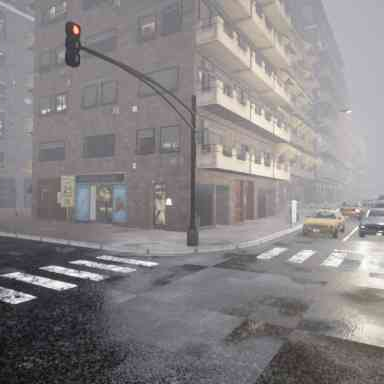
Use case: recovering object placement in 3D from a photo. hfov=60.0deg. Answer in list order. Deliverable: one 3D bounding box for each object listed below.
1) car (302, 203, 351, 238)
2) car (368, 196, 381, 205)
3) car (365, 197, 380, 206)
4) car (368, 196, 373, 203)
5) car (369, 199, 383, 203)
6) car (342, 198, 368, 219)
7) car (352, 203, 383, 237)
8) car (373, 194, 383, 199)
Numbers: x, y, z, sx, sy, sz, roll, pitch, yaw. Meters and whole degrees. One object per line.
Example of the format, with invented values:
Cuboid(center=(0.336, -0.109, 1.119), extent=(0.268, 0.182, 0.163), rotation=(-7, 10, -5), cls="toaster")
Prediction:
Cuboid(center=(7.193, 1.535, 17.918), extent=(1.752, 1.417, 4.829), rotation=(1, 1, 31), cls="car")
Cuboid(center=(33.747, 1.486, 61.406), extent=(1.967, 1.590, 4.097), rotation=(1, 1, 31), cls="car")
Cuboid(center=(30.805, 1.592, 56.591), extent=(2.008, 1.369, 4.403), rotation=(1, 1, 31), cls="car")
Cuboid(center=(24.924, 1.577, 46.959), extent=(1.887, 1.381, 4.507), rotation=(1, 1, 31), cls="car")
Cuboid(center=(15.159, 1.543, 26.010), extent=(1.812, 1.442, 4.674), rotation=(0, 0, 32), cls="car")
Cuboid(center=(13.163, 1.457, 27.695), extent=(1.967, 1.590, 4.097), rotation=(1, 1, 31), cls="car")
Cuboid(center=(9.991, 1.559, 17.561), extent=(2.033, 1.411, 5.357), rotation=(0, 0, 31), cls="car")
Cuboid(center=(20.781, 1.246, 35.158), extent=(2.150, 2.045, 5.566), rotation=(0, 0, 32), cls="car")
